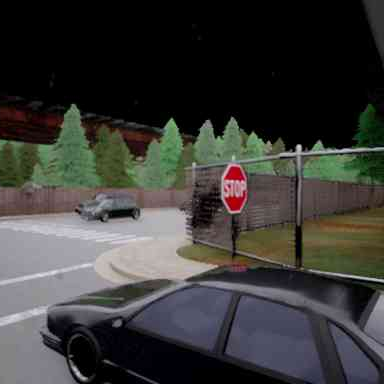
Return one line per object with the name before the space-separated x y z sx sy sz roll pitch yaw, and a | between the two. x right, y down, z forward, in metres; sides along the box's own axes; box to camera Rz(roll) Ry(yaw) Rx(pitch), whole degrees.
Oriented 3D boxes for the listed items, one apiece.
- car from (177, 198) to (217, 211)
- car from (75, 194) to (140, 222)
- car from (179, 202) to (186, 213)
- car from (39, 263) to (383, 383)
car | 0.700 1.437 40.407 2.033 1.411 5.357 0 0 36
car | -6.078 1.257 25.155 2.097 1.767 4.553 0 0 36
car | 0.937 1.453 34.789 2.033 1.411 5.357 0 0 36
car | 0.604 1.540 3.539 5.357 1.411 2.033 0 0 36
